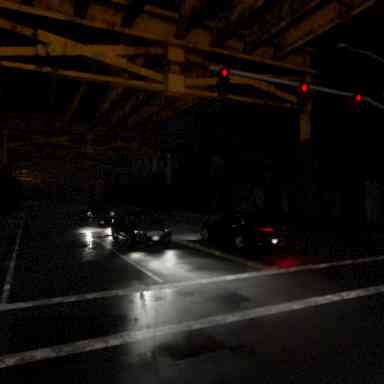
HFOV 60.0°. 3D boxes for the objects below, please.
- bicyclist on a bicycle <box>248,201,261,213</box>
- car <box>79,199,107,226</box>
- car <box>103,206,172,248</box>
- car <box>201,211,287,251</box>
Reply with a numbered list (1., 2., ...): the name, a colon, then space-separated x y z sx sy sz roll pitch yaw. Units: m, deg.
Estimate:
1. bicyclist on a bicycle: 4.868 1.511 25.682 1.656 1.620 0.582 0 0 -26
2. car: -7.364 1.618 25.712 2.097 1.767 4.553 0 -1 -26
3. car: -2.531 1.647 15.830 2.128 1.511 4.902 0 -1 -26
4. car: 2.105 1.630 14.839 1.837 1.490 4.892 1 -1 -26
